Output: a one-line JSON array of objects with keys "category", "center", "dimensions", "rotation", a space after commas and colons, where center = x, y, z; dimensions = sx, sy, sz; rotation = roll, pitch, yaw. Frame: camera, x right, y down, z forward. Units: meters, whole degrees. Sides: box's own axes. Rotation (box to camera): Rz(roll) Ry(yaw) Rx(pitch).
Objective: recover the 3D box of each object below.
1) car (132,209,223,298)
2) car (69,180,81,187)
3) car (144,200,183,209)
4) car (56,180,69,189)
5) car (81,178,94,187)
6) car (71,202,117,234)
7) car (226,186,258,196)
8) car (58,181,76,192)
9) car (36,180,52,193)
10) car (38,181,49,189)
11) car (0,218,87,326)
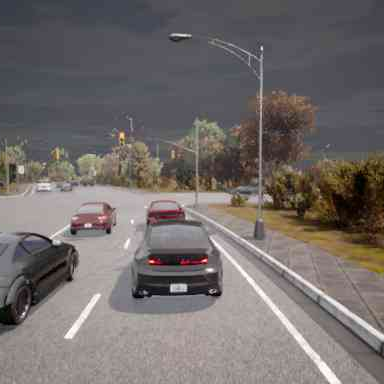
[{"category": "car", "center": [-0.402, 1.425, 8.339], "dimensions": [1.837, 1.490, 4.892], "rotation": [0, 1, -4]}, {"category": "car", "center": [-29.081, -2.031, 81.776], "dimensions": [1.837, 1.490, 4.892], "rotation": [-1, 3, -25]}, {"category": "car", "center": [-1.453, 1.162, 17.396], "dimensions": [1.882, 1.535, 5.008], "rotation": [0, 2, -8]}, {"category": "car", "center": [-28.146, -1.528, 71.512], "dimensions": [1.837, 1.490, 4.892], "rotation": [-1, 3, -25]}, {"category": "car", "center": [-25.923, -2.382, 83.269], "dimensions": [2.150, 2.045, 5.566], "rotation": [-1, 3, -25]}, {"category": "car", "center": [-4.914, 1.234, 16.935], "dimensions": [1.812, 1.442, 4.674], "rotation": [0, 2, -8]}, {"category": "car", "center": [7.556, -0.148, 50.124], "dimensions": [4.892, 1.490, 1.837], "rotation": [1, 2, -22]}, {"category": "car", "center": [-21.381, -0.754, 56.678], "dimensions": [1.812, 1.442, 4.674], "rotation": [-1, 3, -24]}, {"category": "car", "center": [-24.765, -1.007, 55.670], "dimensions": [2.150, 2.045, 5.566], "rotation": [-1, 3, -24]}, {"category": "car", "center": [-31.516, -1.495, 70.457], "dimensions": [1.882, 1.535, 5.008], "rotation": [-1, 3, -25]}, {"category": "car", "center": [-3.838, 1.514, 6.934], "dimensions": [1.994, 1.385, 4.181], "rotation": [0, 1, -3]}]
